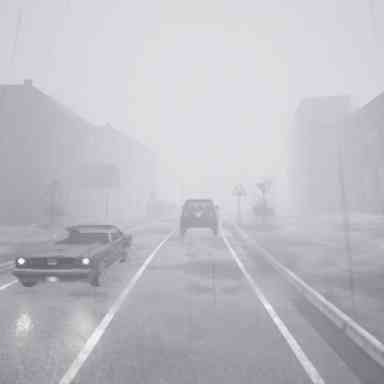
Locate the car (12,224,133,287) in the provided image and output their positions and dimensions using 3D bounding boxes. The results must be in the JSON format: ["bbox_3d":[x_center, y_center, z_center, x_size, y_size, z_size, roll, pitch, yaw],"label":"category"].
[{"bbox_3d":[-3.042,1.639,9.514,1.895,1.301,4.718,0,-1,1],"label":"car"}]

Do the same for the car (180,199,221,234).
[{"bbox_3d":[0.510,1.450,20.761,2.150,2.045,5.566,0,-1,3],"label":"car"}]
